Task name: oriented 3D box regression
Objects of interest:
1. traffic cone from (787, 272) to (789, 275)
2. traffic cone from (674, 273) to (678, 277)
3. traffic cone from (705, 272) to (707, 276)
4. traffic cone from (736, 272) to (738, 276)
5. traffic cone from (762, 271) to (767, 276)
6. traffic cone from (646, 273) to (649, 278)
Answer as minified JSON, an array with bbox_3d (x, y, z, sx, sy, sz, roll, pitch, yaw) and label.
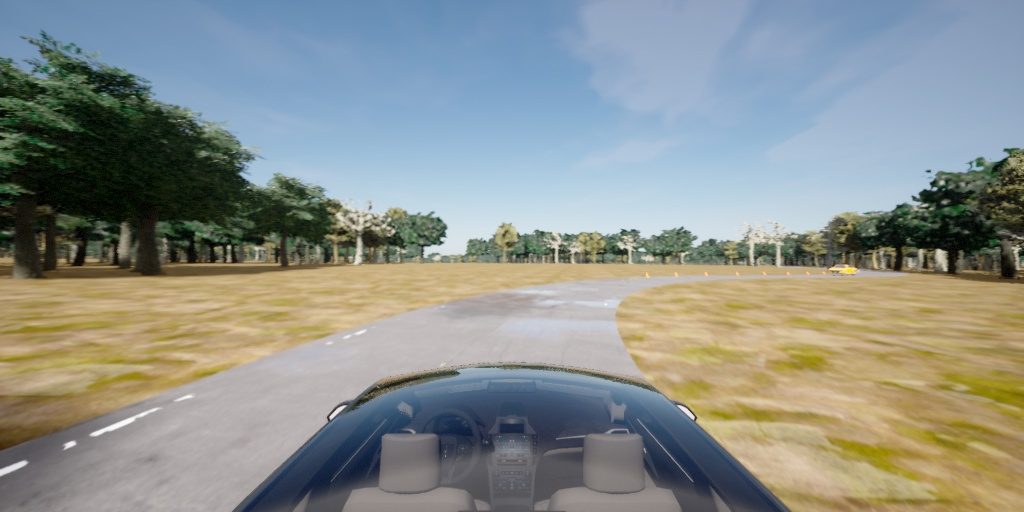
[{"bbox_3d":[37.615,2.347,48.879,0.340,0.580,0.340,0,0,-24],"label":"traffic cone"},{"bbox_3d":[18.855,2.070,41.207,0.340,0.580,0.340,0,0,-30],"label":"traffic cone"},{"bbox_3d":[23.586,2.140,43.605,0.340,0.580,0.340,0,0,-24],"label":"traffic cone"},{"bbox_3d":[28.530,2.209,45.442,0.340,0.580,0.340,0,0,-18],"label":"traffic cone"},{"bbox_3d":[33.117,2.275,47.042,0.340,0.580,0.340,0,0,-21],"label":"traffic cone"},{"bbox_3d":[14.426,2.002,38.285,0.340,0.580,0.340,0,0,-37],"label":"traffic cone"}]
